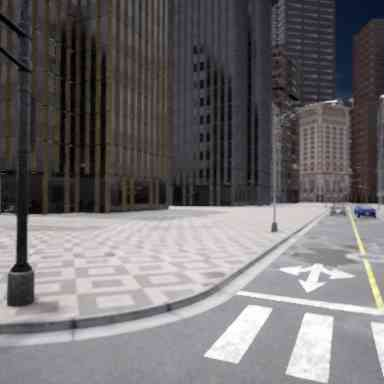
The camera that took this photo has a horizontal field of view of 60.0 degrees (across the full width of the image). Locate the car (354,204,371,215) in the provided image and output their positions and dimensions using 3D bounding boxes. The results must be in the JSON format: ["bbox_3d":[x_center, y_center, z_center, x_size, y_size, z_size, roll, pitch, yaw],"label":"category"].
[{"bbox_3d":[24.454,2.506,47.791,1.994,1.385,4.181,0,-1,25],"label":"car"}]

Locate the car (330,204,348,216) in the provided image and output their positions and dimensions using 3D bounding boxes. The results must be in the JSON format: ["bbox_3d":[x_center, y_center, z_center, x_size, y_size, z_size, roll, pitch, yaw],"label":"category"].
[{"bbox_3d":[19.288,2.330,43.754,2.128,1.511,4.902,0,-1,25],"label":"car"}]

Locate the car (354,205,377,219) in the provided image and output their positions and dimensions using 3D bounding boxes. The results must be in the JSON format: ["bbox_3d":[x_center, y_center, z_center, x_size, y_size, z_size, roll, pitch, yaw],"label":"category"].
[{"bbox_3d":[20.287,2.243,38.716,1.882,1.535,5.008,0,-1,25],"label":"car"}]
